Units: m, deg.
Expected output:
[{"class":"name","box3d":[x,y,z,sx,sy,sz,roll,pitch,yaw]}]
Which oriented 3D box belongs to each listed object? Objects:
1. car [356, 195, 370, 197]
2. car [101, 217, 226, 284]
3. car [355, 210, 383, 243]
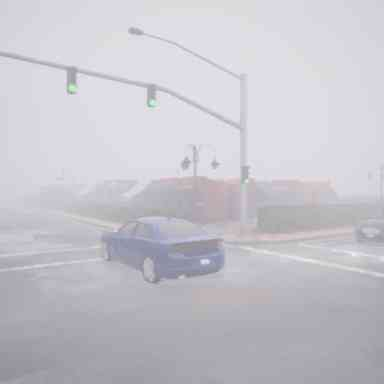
[{"class":"car","box3d":[27.400,1.347,54.387,1.932,1.855,4.605,0,0,-35]},{"class":"car","box3d":[-1.102,1.471,9.799,1.882,1.535,5.008,0,0,-35]},{"class":"car","box3d":[9.177,1.503,14.821,4.902,1.511,2.128,0,0,-35]}]
